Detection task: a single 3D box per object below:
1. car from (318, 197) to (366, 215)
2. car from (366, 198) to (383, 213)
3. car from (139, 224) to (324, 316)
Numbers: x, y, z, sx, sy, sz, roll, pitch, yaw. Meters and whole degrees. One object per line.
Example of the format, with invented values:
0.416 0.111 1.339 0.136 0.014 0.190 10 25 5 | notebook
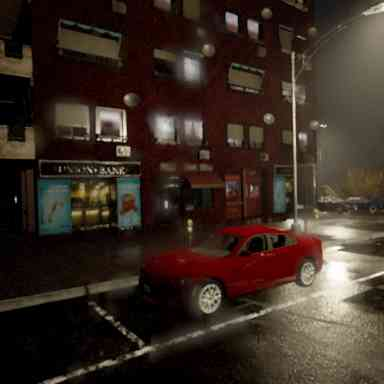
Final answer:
12.375 1.162 29.884 2.128 1.511 4.902 -2 1 -33 | car
15.675 1.164 30.816 1.895 1.301 4.718 -2 1 -35 | car
1.020 1.455 7.281 4.507 1.381 1.887 -1 0 -35 | car
